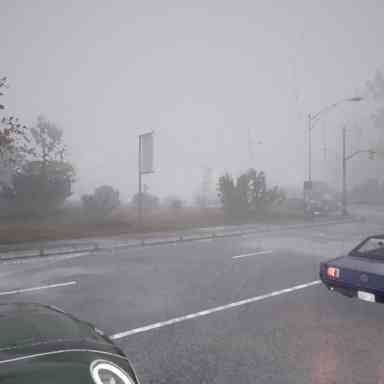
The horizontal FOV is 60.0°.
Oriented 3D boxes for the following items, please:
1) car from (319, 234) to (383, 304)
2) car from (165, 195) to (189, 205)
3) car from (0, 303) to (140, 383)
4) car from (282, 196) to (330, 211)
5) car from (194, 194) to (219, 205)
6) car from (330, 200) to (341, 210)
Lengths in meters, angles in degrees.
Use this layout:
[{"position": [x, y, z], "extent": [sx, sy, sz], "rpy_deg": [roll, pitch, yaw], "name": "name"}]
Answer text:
[{"position": [4.942, 1.573, 7.254], "extent": [4.718, 1.301, 1.895], "rpy_deg": [0, 0, -35], "name": "car"}, {"position": [-2.538, 1.300, 53.643], "extent": [1.837, 1.490, 4.892], "rpy_deg": [-1, 1, -38], "name": "car"}, {"position": [-2.531, 1.352, 1.918], "extent": [4.553, 1.767, 2.097], "rpy_deg": [0, 0, -36], "name": "car"}, {"position": [11.740, 1.291, 35.726], "extent": [1.837, 1.490, 4.892], "rpy_deg": [-1, 0, -38], "name": "car"}, {"position": [2.353, 1.117, 53.120], "extent": [2.097, 1.767, 4.553], "rpy_deg": [-1, 0, -39], "name": "car"}, {"position": [14.461, 1.247, 37.959], "extent": [2.128, 1.511, 4.902], "rpy_deg": [-1, 0, -39], "name": "car"}]
